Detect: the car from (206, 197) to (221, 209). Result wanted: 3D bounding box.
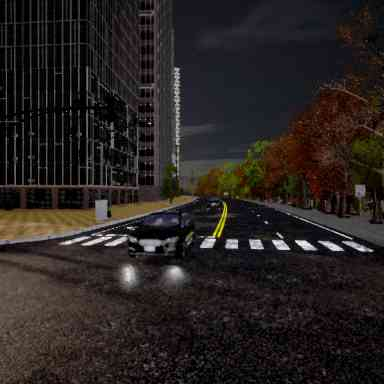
[{"bbox_3d":[3.027,1.503,46.421,2.128,1.511,4.902,0,0,6],"label":"car"}]

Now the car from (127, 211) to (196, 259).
[{"bbox_3d":[-0.982,1.499,12.761,2.128,1.511,4.902,0,0,8],"label":"car"}]
